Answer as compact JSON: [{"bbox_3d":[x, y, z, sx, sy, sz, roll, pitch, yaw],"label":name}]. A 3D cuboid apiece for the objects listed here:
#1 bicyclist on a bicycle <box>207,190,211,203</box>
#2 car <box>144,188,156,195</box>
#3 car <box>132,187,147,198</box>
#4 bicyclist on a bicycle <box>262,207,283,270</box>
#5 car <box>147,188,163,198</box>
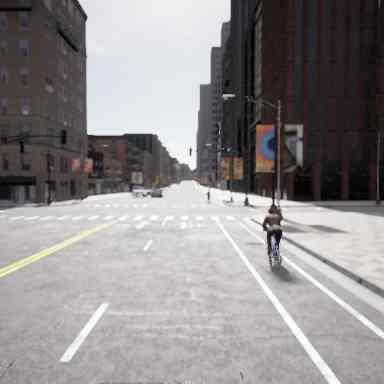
[{"bbox_3d":[2.188,0.629,43.325,0.582,1.620,1.656,0,1,0],"label":"bicyclist on a bicycle"},{"bbox_3d":[-9.899,-0.146,78.674,2.097,1.767,4.553,0,1,0],"label":"car"},{"bbox_3d":[-9.889,0.029,63.056,2.150,2.045,5.566,0,1,0],"label":"car"},{"bbox_3d":[2.252,1.268,9.291,0.582,1.620,1.656,0,1,0],"label":"bicyclist on a bicycle"},{"bbox_3d":[-6.647,0.158,63.242,2.097,1.767,4.553,0,1,0],"label":"car"}]
